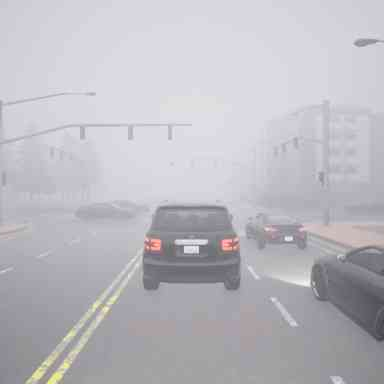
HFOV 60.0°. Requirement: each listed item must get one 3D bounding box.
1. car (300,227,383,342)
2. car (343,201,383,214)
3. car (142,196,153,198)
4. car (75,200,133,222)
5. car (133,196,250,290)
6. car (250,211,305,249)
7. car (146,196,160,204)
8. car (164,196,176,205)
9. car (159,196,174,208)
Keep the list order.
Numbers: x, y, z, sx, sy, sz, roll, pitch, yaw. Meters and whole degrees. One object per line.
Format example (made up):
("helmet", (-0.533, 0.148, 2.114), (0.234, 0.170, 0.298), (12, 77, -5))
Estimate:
("car", (3.572, 1.564, 5.646), (1.994, 1.385, 4.181), (0, 0, 0))
("car", (18.066, 1.601, 34.068), (4.718, 1.301, 1.895), (0, 0, -2))
("car", (-6.583, 1.477, 32.012), (5.008, 1.535, 1.882), (0, 1, -29))
("car", (-6.710, 1.526, 26.084), (4.674, 1.442, 1.812), (0, 0, -1))
("car", (0.002, 1.221, 9.199), (2.150, 2.045, 5.566), (0, 0, 0))
("car", (3.507, 1.526, 14.366), (1.812, 1.442, 4.674), (0, 0, 0))
("car", (-7.382, 1.491, 63.314), (2.128, 1.511, 4.902), (0, 0, 0))
("car", (-3.881, 1.477, 59.883), (1.882, 1.535, 5.008), (0, 0, 0))
("car", (-3.845, 1.477, 50.467), (1.882, 1.535, 5.008), (0, 0, 0))
